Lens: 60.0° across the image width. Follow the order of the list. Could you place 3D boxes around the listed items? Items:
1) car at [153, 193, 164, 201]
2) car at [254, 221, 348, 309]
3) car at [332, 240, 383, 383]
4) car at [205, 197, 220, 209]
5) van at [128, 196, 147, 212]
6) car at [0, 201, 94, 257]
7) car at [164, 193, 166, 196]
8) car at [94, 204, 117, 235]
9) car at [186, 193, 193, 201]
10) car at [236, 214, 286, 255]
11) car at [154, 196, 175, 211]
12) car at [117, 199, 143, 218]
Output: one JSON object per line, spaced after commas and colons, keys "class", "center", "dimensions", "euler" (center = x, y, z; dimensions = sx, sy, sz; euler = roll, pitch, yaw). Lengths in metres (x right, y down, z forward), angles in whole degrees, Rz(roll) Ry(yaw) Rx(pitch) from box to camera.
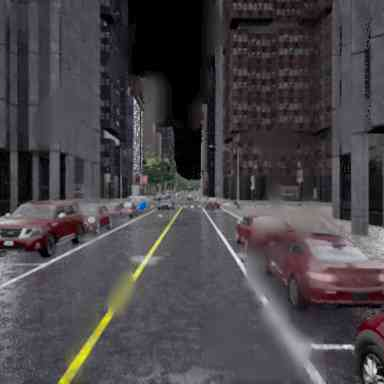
{"class": "car", "center": [-9.136, 1.565, 86.969], "dimensions": [1.947, 1.339, 4.313], "euler": [0, 0, 0]}
{"class": "car", "center": [2.762, 1.568, 7.544], "dimensions": [1.802, 1.307, 4.206], "euler": [0, 0, 0]}
{"class": "car", "center": [2.763, 1.436, 2.103], "dimensions": [1.967, 1.590, 4.097], "euler": [0, 0, 0]}
{"class": "car", "center": [2.754, 1.416, 45.627], "dimensions": [1.967, 1.590, 4.097], "euler": [0, 0, 0]}
{"class": "van", "center": [-5.770, 1.314, 34.742], "dimensions": [1.690, 1.788, 3.998], "euler": [0, 0, 0]}
{"class": "car", "center": [-5.764, 1.293, 12.978], "dimensions": [2.192, 1.841, 5.009], "euler": [0, 0, 0]}
{"class": "car", "center": [-9.171, 1.328, 92.395], "dimensions": [2.192, 1.841, 5.009], "euler": [0, 0, 0]}
{"class": "car", "center": [-5.766, 1.411, 18.420], "dimensions": [1.967, 1.590, 4.097], "euler": [0, 0, 0]}
{"class": "car", "center": [-0.612, 1.439, 87.021], "dimensions": [1.967, 1.590, 4.097], "euler": [0, 0, 0]}
{"class": "car", "center": [2.761, 1.522, 12.984], "dimensions": [1.887, 1.381, 4.507], "euler": [0, 0, 0]}
{"class": "car", "center": [-3.081, 1.538, 40.189], "dimensions": [1.994, 1.385, 4.181], "euler": [0, 0, 0]}
{"class": "car", "center": [-5.769, 1.553, 29.300], "dimensions": [1.802, 1.307, 4.206], "euler": [0, 0, 0]}
